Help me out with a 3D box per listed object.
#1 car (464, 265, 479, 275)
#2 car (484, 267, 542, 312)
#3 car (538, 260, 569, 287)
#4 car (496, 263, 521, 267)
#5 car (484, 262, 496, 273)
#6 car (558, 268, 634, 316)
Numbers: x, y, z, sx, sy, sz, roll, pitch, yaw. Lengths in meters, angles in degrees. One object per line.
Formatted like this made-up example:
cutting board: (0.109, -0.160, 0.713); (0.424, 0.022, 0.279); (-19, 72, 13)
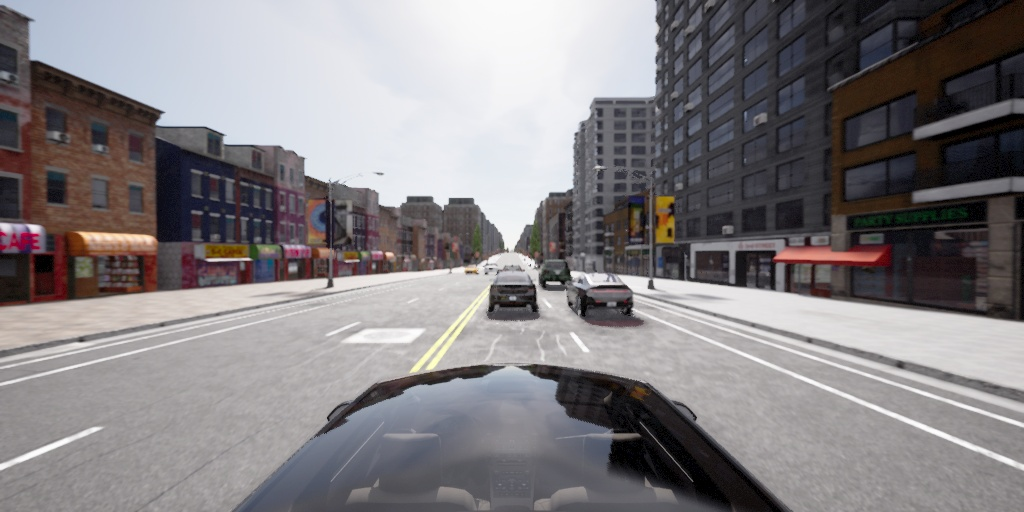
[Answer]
car: (-6.577, 2.284, 58.629); (1.882, 1.535, 5.008); (0, -2, 0)
car: (0.051, 1.401, 15.379); (1.882, 1.535, 5.008); (0, -1, 0)
car: (3.280, 1.322, 28.071); (2.150, 2.045, 5.566); (0, -1, 1)
car: (0.039, 1.465, 29.113); (2.097, 1.767, 4.553); (0, -1, 1)
car: (-3.325, 2.027, 58.589); (2.150, 2.045, 5.566); (0, -2, 1)
car: (3.293, 1.401, 14.187); (2.128, 1.511, 4.902); (0, -1, 0)
